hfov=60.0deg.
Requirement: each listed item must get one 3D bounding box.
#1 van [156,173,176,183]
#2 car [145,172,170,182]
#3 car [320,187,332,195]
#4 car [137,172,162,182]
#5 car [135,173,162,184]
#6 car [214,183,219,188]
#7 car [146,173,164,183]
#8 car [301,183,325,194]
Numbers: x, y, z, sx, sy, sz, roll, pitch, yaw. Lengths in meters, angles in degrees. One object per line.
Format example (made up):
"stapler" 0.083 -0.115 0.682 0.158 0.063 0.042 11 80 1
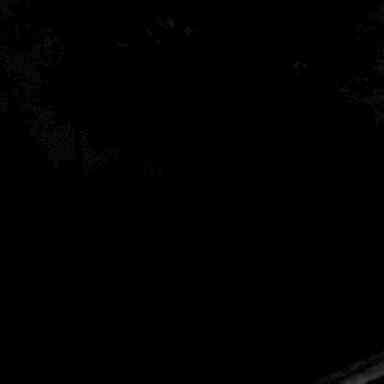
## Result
"van" -5.832 -3.190 75.290 1.878 1.987 4.442 5 3 40
"car" -7.901 -3.399 77.121 2.435 2.045 5.566 5 3 40
"car" 21.802 -0.510 52.563 2.185 1.767 4.553 6 4 40
"car" -10.028 -3.583 78.886 2.435 2.045 5.566 5 3 40
"car" -7.763 -2.464 60.091 2.185 1.767 4.553 5 4 40
"car" 4.996 -1.128 49.477 2.231 1.521 4.892 6 4 40
"car" -5.658 -2.147 58.298 2.231 1.521 4.892 5 4 40
"car" 19.724 -0.553 54.208 2.163 1.488 4.792 6 4 40
